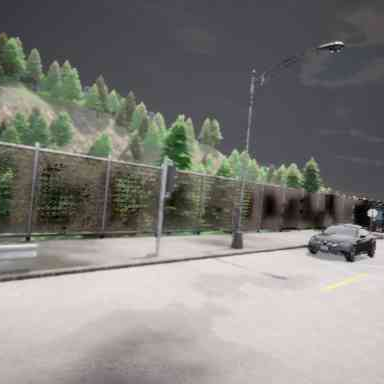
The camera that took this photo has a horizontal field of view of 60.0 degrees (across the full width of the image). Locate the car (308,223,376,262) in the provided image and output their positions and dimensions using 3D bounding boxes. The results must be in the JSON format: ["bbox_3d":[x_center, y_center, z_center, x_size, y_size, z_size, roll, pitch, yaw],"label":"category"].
[{"bbox_3d":[7.142,2.227,15.509,1.812,1.442,4.674,5,0,44],"label":"car"}]
